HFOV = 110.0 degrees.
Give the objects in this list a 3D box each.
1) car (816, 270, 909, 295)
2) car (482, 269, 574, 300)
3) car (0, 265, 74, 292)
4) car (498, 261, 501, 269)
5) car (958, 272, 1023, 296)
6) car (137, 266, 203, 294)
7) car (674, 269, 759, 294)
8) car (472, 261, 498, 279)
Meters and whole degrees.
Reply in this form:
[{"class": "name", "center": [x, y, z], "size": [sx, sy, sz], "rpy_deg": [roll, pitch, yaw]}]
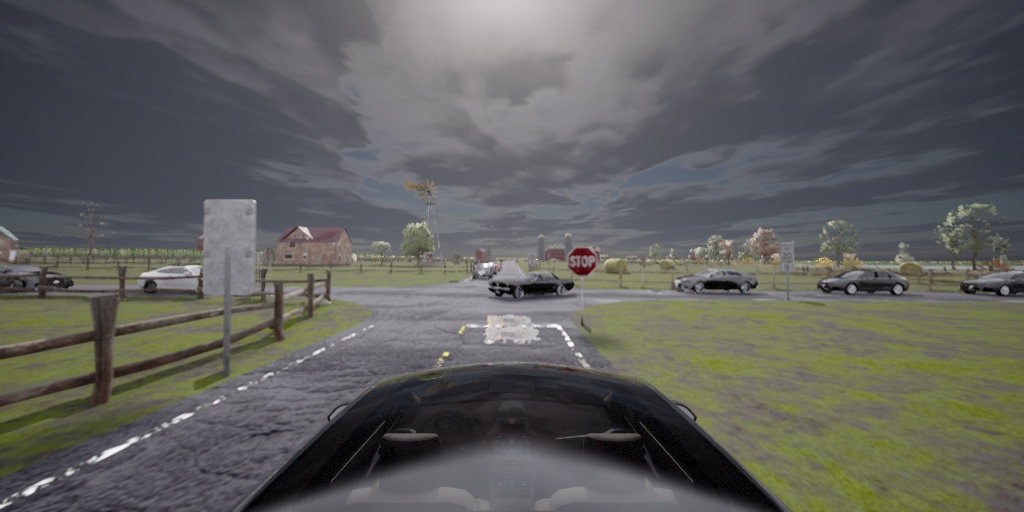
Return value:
[{"class": "car", "center": [22.192, 1.663, 22.785], "size": [4.892, 1.490, 1.837], "rpy_deg": [1, -1, -1]}, {"class": "car", "center": [1.024, 1.494, 18.933], "size": [4.718, 1.301, 1.895], "rpy_deg": [1, -1, -38]}, {"class": "car", "center": [-26.370, 1.185, 19.156], "size": [4.181, 1.385, 1.994], "rpy_deg": [1, -1, -1]}, {"class": "car", "center": [-2.876, 1.585, 45.594], "size": [2.128, 1.511, 4.902], "rpy_deg": [0, 0, 0]}, {"class": "car", "center": [31.694, 1.752, 22.910], "size": [4.892, 1.490, 1.837], "rpy_deg": [1, -1, -1]}, {"class": "car", "center": [-17.250, 1.241, 19.282], "size": [4.674, 1.442, 1.812], "rpy_deg": [1, -1, -1]}, {"class": "car", "center": [12.790, 1.560, 22.611], "size": [4.902, 1.511, 2.128], "rpy_deg": [1, -1, -2]}, {"class": "car", "center": [-2.877, 1.513, 36.253], "size": [2.128, 1.511, 4.902], "rpy_deg": [0, 0, 0]}]
